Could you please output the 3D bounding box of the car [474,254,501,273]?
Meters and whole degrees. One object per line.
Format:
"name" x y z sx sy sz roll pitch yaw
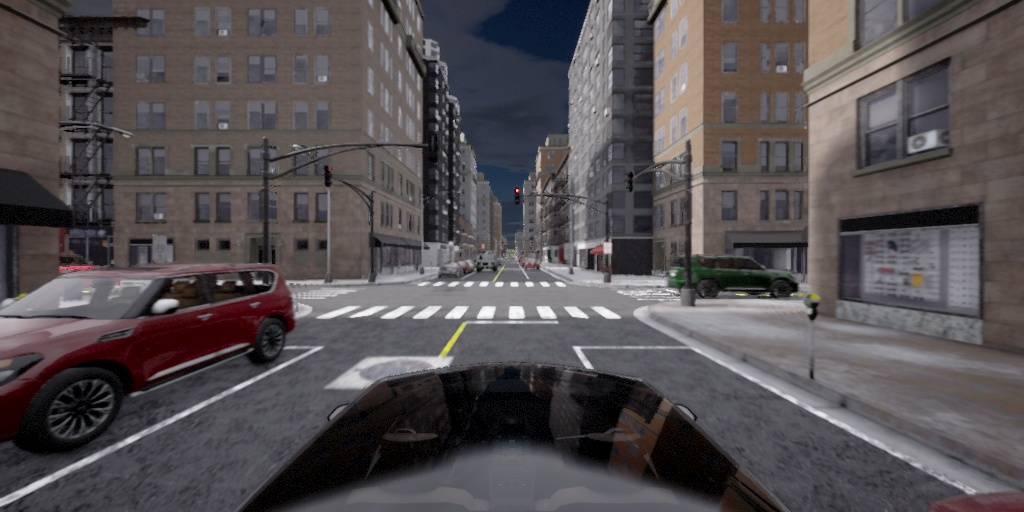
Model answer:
"car" -2.839 0.809 41.472 2.150 2.045 5.566 0 1 1

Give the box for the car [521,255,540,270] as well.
"car" 2.633 1.001 48.143 1.967 1.591 4.097 0 0 0

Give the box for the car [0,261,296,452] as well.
"car" -5.388 1.051 5.324 2.192 1.841 5.009 0 0 0

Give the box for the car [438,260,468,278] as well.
"car" -5.390 1.181 31.787 2.007 1.370 4.403 0 0 0

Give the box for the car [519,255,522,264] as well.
"car" 2.632 0.953 59.052 1.967 1.591 4.097 0 0 0

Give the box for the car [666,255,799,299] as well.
"car" 10.310 0.976 17.055 5.566 2.045 2.150 0 0 0

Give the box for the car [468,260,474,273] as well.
"car" -5.391 1.153 37.242 1.888 1.381 4.507 0 0 0

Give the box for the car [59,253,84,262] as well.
"car" -22.127 0.843 17.010 5.566 2.045 2.150 0 0 0
